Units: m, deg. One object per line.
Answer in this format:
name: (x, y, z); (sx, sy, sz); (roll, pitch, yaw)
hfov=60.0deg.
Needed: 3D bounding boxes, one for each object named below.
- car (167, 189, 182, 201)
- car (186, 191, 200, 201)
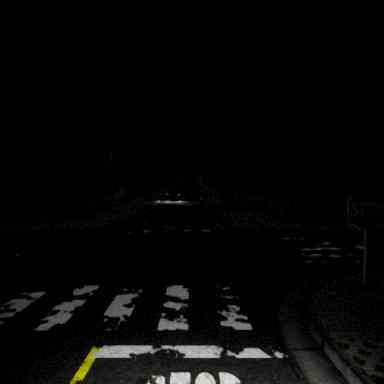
car: (-2.649, 0.330, 50.426); (2.097, 1.767, 4.553); (0, 2, 0)
car: (0.100, 0.548, 50.242); (1.994, 1.385, 4.181); (0, 2, 0)
